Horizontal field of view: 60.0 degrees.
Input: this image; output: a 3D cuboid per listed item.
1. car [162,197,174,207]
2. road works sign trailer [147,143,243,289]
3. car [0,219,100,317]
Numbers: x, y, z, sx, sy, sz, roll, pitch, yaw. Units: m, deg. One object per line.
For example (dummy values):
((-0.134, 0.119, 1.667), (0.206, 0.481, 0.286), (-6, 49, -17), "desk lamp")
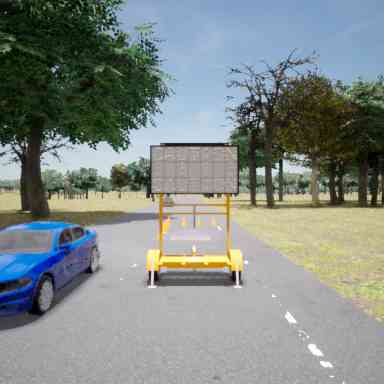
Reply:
((-3.754, 1.539, 50.629), (1.837, 1.490, 4.892), (0, 0, 0), "car")
((0.067, 0.461, 9.161), (2.380, 3.560, 2.880), (0, 0, 0), "road works sign trailer")
((-3.614, 1.475, 7.738), (1.882, 1.535, 5.008), (0, 0, 0), "car")
